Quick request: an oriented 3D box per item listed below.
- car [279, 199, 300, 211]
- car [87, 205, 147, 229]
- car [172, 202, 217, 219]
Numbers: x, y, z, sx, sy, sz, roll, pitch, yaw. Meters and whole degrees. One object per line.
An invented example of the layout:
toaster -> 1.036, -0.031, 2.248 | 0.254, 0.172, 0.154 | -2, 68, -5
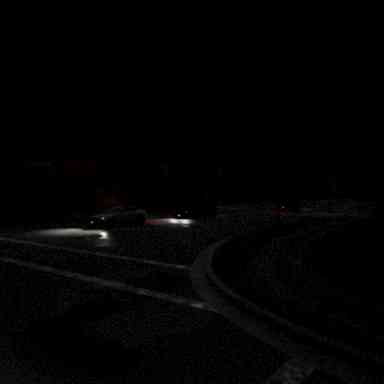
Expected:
car -> 12.344, 1.600, 42.319 | 1.837, 1.490, 4.892 | 0, 0, 32
car -> -5.036, 1.642, 22.995 | 1.812, 1.442, 4.674 | 0, 0, 34
car -> 0.381, 1.665, 31.066 | 2.033, 1.411, 5.357 | 0, 0, 34
